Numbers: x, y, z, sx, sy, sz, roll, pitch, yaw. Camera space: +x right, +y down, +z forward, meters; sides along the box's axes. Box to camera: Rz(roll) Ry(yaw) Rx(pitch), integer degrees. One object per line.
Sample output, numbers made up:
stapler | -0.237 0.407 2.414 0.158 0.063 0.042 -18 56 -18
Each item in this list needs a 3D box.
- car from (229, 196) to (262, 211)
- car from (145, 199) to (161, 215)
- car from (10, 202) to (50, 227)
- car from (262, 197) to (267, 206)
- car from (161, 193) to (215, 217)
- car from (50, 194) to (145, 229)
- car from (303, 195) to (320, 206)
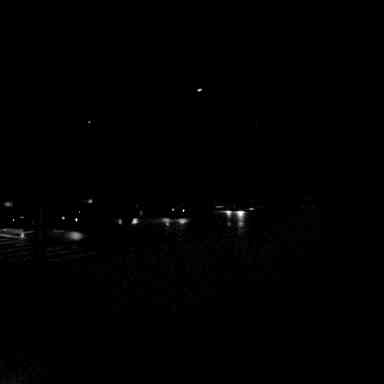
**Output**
car | 6.064 1.359 38.849 1.837 1.490 4.892 0 0 36
car | -4.122 1.394 30.137 1.882 1.535 5.008 0 0 35
car | -9.587 1.461 22.442 1.837 1.490 4.892 0 0 35
car | 9.272 1.295 48.896 1.882 1.535 5.008 0 0 36
car | 0.001 1.120 30.324 2.150 2.045 5.566 0 0 35
car | -6.001 1.164 21.874 2.150 2.045 5.566 0 0 35
car | 18.129 1.256 49.908 1.882 1.535 5.008 0 0 35
